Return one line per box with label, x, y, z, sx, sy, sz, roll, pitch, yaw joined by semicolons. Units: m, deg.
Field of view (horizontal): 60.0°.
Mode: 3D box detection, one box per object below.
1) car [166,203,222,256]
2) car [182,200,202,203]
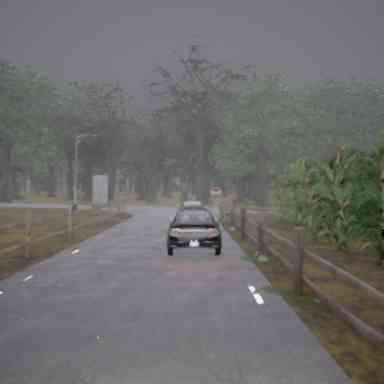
car;0.069;1.370;12.619;2.128;1.511;4.902;0;0;0
car;-0.016;1.288;23.050;1.837;1.490;4.892;0;1;-2
